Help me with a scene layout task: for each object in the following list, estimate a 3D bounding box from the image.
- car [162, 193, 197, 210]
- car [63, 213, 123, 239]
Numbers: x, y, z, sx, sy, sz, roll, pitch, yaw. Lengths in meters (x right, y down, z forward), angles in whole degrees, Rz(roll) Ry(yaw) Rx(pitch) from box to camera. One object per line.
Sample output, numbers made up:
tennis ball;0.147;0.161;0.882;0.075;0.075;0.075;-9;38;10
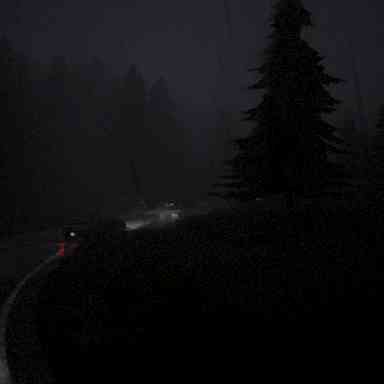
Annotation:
car;-1.240;0.941;35.104;1.837;1.490;4.892;0;4;32
car;-5.741;2.009;20.149;2.128;1.511;4.902;0;1;15
